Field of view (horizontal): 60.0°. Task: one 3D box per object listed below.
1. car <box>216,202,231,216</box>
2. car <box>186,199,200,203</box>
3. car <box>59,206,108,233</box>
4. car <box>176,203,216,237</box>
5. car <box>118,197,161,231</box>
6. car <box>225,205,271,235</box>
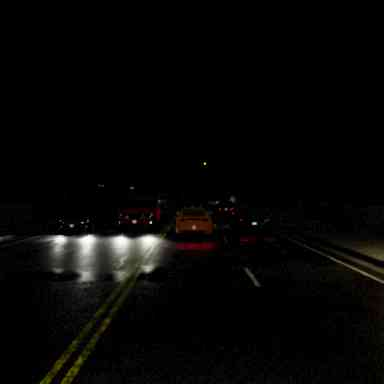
[{"bbox_3d":[3.341,1.744,34.925,2.033,1.411,5.357,0,0,0],"label":"car"},{"bbox_3d":[0.101,1.556,35.369,2.097,1.767,4.553,0,0,0],"label":"car"},{"bbox_3d":[-6.525,1.625,20.502,1.837,1.490,4.892,0,-1,1],"label":"car"},{"bbox_3d":[0.100,1.585,18.737,1.882,1.535,5.008,0,0,0],"label":"car"},{"bbox_3d":[-3.259,1.351,21.683,2.150,2.045,5.566,0,-1,0],"label":"car"},{"bbox_3d":[3.351,1.678,19.867,1.994,1.385,4.181,0,0,0],"label":"car"}]
